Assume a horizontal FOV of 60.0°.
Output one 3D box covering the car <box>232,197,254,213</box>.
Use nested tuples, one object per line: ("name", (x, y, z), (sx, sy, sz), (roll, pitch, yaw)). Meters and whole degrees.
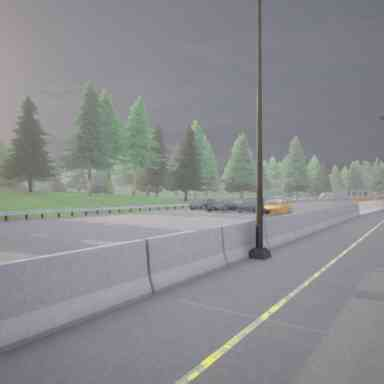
("car", (6.544, 1.348, 35.200), (2.097, 1.767, 4.553), (0, 0, 36))

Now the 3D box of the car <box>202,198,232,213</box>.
("car", (3.410, 1.561, 36.828), (1.994, 1.385, 4.181), (0, 0, 36))

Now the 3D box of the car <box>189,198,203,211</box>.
("car", (1.563, 1.501, 40.242), (1.837, 1.490, 4.892), (0, 0, 36))

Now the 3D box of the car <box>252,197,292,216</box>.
("car", (7.710, 1.473, 30.830), (1.882, 1.535, 5.008), (0, 0, 35))
